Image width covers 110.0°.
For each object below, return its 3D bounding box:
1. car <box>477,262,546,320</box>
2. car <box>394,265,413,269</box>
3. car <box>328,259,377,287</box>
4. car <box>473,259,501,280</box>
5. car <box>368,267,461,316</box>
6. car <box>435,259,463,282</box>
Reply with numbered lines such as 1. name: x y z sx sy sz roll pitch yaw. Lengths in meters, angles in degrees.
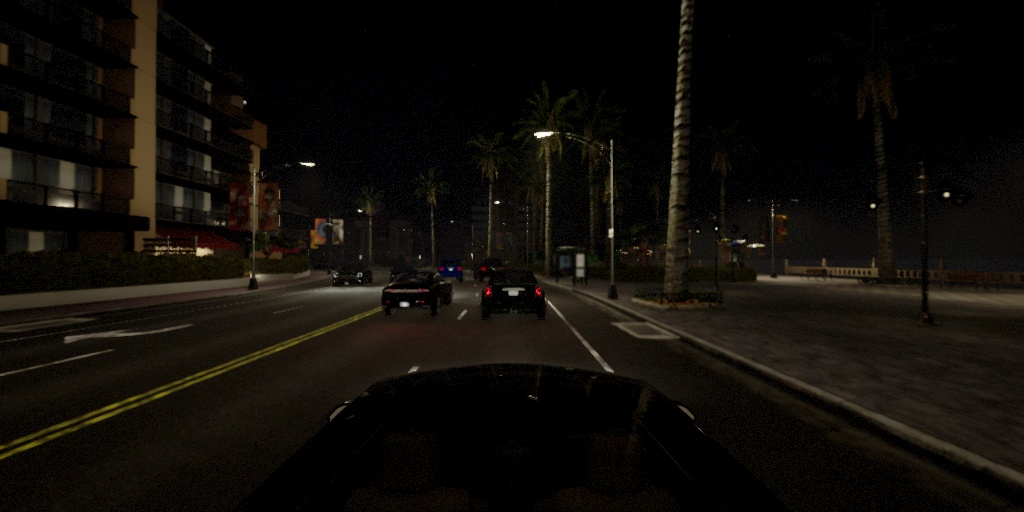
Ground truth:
1. car: 0.012 1.212 13.359 2.097 1.767 4.553 0 -1 -1
2. car: -8.704 1.488 28.914 1.882 1.535 5.008 0 -1 -13
3. car: -11.980 1.348 27.252 2.097 1.767 4.553 0 -1 -11
4. car: -2.187 1.267 32.750 2.150 2.045 5.566 0 -1 -13
5. car: -3.486 1.358 13.907 2.128 1.511 4.902 0 -1 -1
6. car: -5.742 1.267 32.683 2.150 2.045 5.566 0 -1 -13
